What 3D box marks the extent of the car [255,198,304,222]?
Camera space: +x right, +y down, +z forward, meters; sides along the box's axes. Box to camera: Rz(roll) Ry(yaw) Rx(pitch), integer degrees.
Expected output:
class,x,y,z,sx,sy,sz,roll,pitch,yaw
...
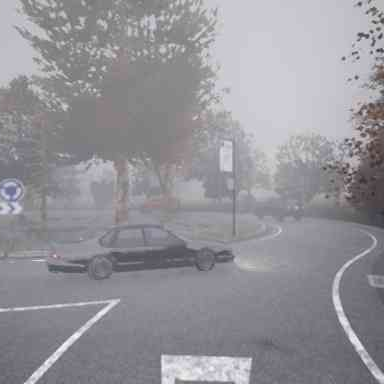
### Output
class,x,y,z,sx,sy,sz,roll,pitch,yaw
car,7.967,1.562,30.686,2.150,2.045,5.566,0,-1,-18

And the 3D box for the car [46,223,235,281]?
class,x,y,z,sx,sy,sz,roll,pitch,yaw
car,-1.449,1.656,9.987,5.357,1.411,2.033,0,-1,-20

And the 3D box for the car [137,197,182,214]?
class,x,y,z,sx,sy,sz,roll,pitch,yaw
car,-4.009,1.682,41.442,5.566,2.045,2.150,0,-1,13
